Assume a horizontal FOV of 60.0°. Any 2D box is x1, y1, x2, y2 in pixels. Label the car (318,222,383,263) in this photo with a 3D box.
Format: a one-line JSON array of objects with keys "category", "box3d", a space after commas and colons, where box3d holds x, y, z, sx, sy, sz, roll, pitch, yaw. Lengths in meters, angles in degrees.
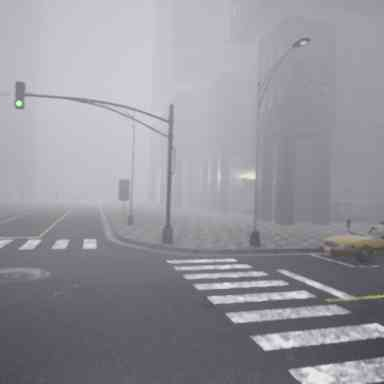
[{"category": "car", "box3d": [7.329, 1.880, 13.035, 4.829, 1.417, 1.752, 2, -1, -17]}]
